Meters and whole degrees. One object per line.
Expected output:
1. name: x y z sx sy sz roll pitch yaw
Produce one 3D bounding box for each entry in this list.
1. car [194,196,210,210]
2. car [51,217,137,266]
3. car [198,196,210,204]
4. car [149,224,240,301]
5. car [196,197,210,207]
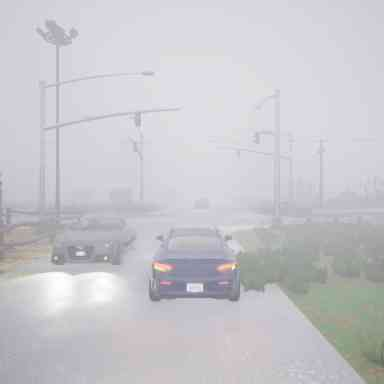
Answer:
1. car: 1.296 1.512 42.847 2.033 1.411 5.357 0 0 3
2. car: -3.159 1.562 11.459 1.994 1.385 4.181 0 0 0
3. car: 2.318 1.512 63.508 2.033 1.411 5.357 0 0 3
4. car: 0.053 1.526 8.187 1.812 1.442 4.674 0 0 0
5. car: 1.779 1.512 52.997 2.033 1.411 5.357 0 0 3
